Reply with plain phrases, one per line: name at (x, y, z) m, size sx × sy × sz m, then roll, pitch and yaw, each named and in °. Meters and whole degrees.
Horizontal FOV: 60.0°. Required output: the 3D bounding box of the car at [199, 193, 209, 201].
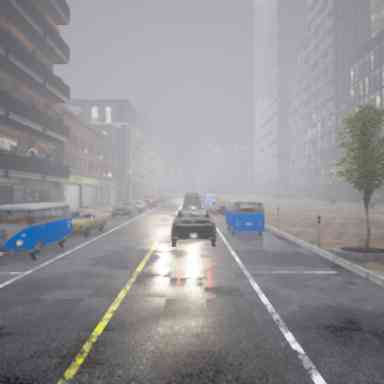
car at (2.584, 1.144, 73.194) m, size 1.967 × 1.590 × 4.097 m, roll 1°, pitch 0°, yaw 0°

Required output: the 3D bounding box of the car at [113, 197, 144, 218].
car at (-5.723, 1.439, 28.623) m, size 2.008 × 1.369 × 4.403 m, roll 1°, pitch 0°, yaw 0°

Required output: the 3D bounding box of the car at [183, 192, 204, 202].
car at (0.034, 1.050, 41.715) m, size 2.150 × 2.045 × 5.566 m, roll 0°, pitch 0°, yaw 0°

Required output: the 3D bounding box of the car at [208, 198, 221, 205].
car at (2.657, 1.461, 28.637) m, size 1.802 × 1.307 × 4.206 m, roll 1°, pitch 0°, yaw 0°

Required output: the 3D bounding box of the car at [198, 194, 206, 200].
car at (2.565, 1.206, 84.334) m, size 1.887 × 1.381 × 4.507 m, roll 1°, pitch 0°, yaw 0°

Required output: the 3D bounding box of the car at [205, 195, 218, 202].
car at (2.648, 1.381, 34.376) m, size 1.752 × 1.417 × 4.829 m, roll 1°, pitch 0°, yaw 0°

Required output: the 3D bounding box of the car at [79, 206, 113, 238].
car at (-5.704, 1.460, 17.315) m, size 1.752 × 1.417 × 4.829 m, roll 1°, pitch 0°, yaw 0°

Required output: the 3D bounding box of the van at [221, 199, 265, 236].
van at (2.679, 1.266, 17.498) m, size 1.690 × 1.788 × 3.998 m, roll 1°, pitch 0°, yaw 0°

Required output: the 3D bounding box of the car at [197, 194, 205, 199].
car at (2.546, 1.170, 95.473) m, size 2.008 × 1.369 × 4.403 m, roll 1°, pitch 0°, yaw 0°

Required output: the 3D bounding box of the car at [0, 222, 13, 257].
car at (-5.686, 1.530, 6.346) m, size 2.008 × 1.369 × 4.403 m, roll 1°, pitch 0°, yaw 0°

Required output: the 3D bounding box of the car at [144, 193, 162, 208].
car at (-5.748, 1.136, 45.332) m, size 2.192 × 1.841 × 5.009 m, roll 1°, pitch 0°, yaw 0°

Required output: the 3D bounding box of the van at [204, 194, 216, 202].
van at (2.632, 1.153, 45.346) m, size 1.690 × 1.788 × 3.998 m, roll 1°, pitch 0°, yaw 0°

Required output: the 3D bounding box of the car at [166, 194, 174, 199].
car at (-5.825, 1.215, 89.891) m, size 1.947 × 1.339 × 4.313 m, roll 1°, pitch 0°, yaw 0°

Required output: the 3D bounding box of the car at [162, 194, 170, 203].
car at (-5.779, 1.300, 62.042) m, size 1.887 × 1.381 × 4.507 m, roll 1°, pitch 0°, yaw 0°

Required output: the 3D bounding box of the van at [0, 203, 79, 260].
van at (-5.692, 1.298, 11.915) m, size 1.690 × 1.788 × 3.998 m, roll 1°, pitch 0°, yaw 0°

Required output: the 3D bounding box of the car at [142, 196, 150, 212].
car at (-5.732, 1.391, 34.024) m, size 1.752 × 1.417 × 4.829 m, roll 1°, pitch 0°, yaw 0°

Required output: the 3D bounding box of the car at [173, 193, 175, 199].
car at (-5.816, 1.215, 84.321) m, size 1.887 × 1.381 × 4.507 m, roll 1°, pitch 0°, yaw 0°

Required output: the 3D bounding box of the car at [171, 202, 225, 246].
car at (0.071, 1.431, 14.970) m, size 2.128 × 1.511 × 4.902 m, roll 0°, pitch 0°, yaw 0°

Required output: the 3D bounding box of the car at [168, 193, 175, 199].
car at (-5.833, 1.068, 95.460) m, size 1.967 × 1.590 × 4.097 m, roll 1°, pitch 0°, yaw 0°

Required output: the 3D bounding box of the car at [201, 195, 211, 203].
car at (2.601, 1.271, 62.225) m, size 1.752 × 1.417 × 4.829 m, roll 1°, pitch 0°, yaw 0°

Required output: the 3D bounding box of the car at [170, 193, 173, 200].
car at (-5.798, 1.295, 73.182) m, size 1.802 × 1.307 × 4.206 m, roll 1°, pitch 0°, yaw 0°

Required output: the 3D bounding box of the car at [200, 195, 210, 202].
car at (2.592, 1.270, 67.625) m, size 1.887 × 1.381 × 4.507 m, roll 1°, pitch 0°, yaw 0°
